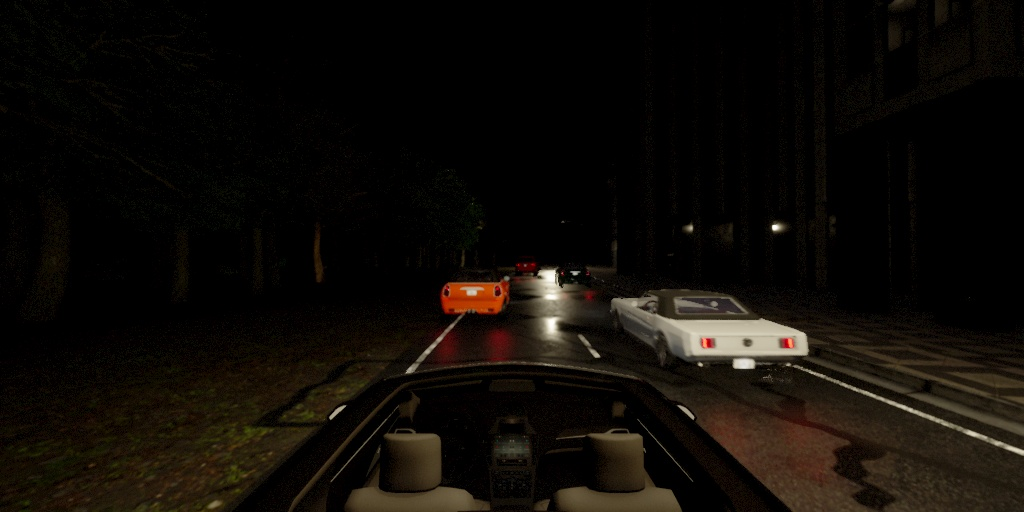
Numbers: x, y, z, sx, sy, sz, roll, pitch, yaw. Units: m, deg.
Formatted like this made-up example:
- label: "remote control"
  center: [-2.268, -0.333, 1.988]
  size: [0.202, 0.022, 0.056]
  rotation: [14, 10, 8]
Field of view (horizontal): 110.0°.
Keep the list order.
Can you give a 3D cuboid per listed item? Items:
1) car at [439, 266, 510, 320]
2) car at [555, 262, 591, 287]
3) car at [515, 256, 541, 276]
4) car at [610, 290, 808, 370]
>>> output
- label: "car"
  center: [-1.173, 1.149, 13.049]
  size: [2.097, 1.767, 4.553]
  rotation: [0, 0, 1]
- label: "car"
  center: [4.221, 1.184, 25.303]
  size: [2.097, 1.767, 4.553]
  rotation: [0, 0, 3]
- label: "car"
  center: [1.662, 1.065, 38.552]
  size: [2.150, 2.045, 5.566]
  rotation: [0, 0, 7]
- label: "car"
  center: [3.607, 1.382, 7.768]
  size: [1.895, 1.301, 4.718]
  rotation: [0, 0, 0]
